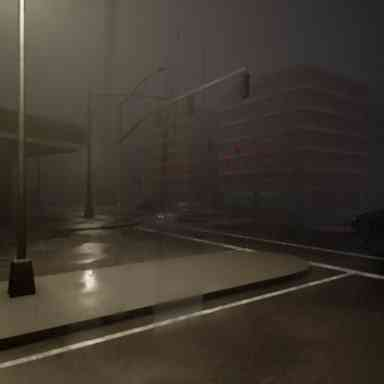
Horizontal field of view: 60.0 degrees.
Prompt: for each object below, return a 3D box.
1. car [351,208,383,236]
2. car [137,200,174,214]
[{"bbox_3d":[10.206,1.528,16.232,1.812,1.442,4.674,0,0,-34],"label":"car"},{"bbox_3d":[-4.068,1.548,36.163,2.033,1.411,5.357,0,0,-36],"label":"car"}]
